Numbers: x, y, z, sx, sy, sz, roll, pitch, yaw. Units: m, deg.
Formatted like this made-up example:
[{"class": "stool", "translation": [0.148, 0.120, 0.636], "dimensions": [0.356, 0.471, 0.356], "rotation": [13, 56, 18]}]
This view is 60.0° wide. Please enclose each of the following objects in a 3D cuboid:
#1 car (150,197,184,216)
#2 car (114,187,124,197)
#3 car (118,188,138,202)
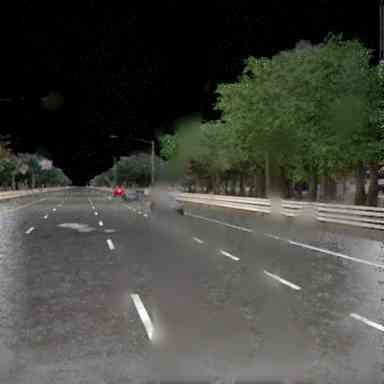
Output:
[{"class": "car", "translation": [-2.090, 1.071, 26.469], "dimensions": [1.994, 1.385, 4.181], "rotation": [0, 1, -18]}, {"class": "car", "translation": [-14.287, -0.054, 65.869], "dimensions": [2.150, 2.045, 5.566], "rotation": [0, 1, -11]}, {"class": "car", "translation": [-8.725, 0.591, 46.720], "dimensions": [2.128, 1.511, 4.902], "rotation": [0, 1, -18]}]
